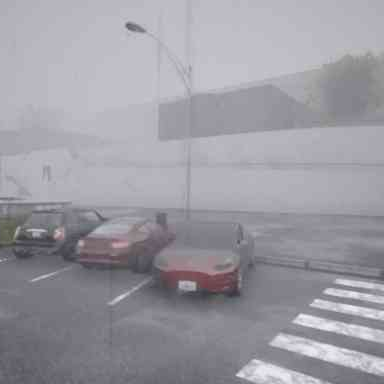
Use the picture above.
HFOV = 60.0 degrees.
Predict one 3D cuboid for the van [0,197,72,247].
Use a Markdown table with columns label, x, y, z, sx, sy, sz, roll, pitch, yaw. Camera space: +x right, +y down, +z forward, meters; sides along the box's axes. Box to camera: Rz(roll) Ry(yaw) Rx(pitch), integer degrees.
| label | x | y | z | sx | sy | sz | roll | pitch | yaw |
| --- | --- | --- | --- | --- | --- | --- | --- | --- | --- |
| van | -6.724 | 1.298 | 14.417 | 1.878 | 1.987 | 4.442 | 0 | -1 | 15 |

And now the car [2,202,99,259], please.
| label | x | y | z | sx | sy | sz | roll | pitch | yaw |
| --- | --- | --- | --- | --- | --- | --- | --- | --- | --- |
| car | -4.334 | 1.389 | 12.541 | 2.185 | 1.767 | 4.553 | 0 | -1 | 15 |

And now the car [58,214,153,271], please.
| label | x | y | z | sx | sy | sz | roll | pitch | yaw |
| --- | --- | --- | --- | --- | --- | --- | --- | --- | --- |
| car | -1.900 | 1.548 | 10.833 | 2.002 | 1.452 | 4.674 | 0 | -1 | 15 |

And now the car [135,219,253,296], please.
| label | x | y | z | sx | sy | sz | roll | pitch | yaw |
| --- | --- | --- | --- | --- | --- | --- | --- | --- | --- |
| car | 0.545 | 1.530 | 9.064 | 2.163 | 1.488 | 4.792 | 0 | -1 | 15 |
